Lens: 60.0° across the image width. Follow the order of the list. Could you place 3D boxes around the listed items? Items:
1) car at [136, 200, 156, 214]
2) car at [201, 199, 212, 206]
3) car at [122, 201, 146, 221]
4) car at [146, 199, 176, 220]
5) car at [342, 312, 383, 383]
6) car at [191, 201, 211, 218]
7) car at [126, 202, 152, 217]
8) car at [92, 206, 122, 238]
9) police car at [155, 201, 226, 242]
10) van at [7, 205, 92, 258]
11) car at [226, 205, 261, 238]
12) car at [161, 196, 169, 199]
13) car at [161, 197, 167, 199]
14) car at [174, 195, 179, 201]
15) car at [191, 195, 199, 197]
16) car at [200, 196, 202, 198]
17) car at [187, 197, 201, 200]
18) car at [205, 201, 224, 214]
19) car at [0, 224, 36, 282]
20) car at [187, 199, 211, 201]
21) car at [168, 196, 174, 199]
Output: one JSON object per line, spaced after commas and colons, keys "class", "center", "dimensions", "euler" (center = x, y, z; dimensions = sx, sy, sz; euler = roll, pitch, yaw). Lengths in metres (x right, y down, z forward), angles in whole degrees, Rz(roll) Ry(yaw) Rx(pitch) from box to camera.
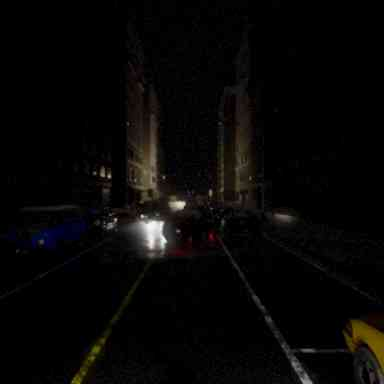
{"class": "car", "center": [-5.420, 1.741, 39.652], "dimensions": [1.752, 1.417, 4.829], "euler": [0, 0, 0]}
{"class": "car", "center": [2.589, 1.905, 61.470], "dimensions": [1.802, 1.307, 4.206], "euler": [0, 0, 0]}
{"class": "car", "center": [-5.411, 1.683, 28.827], "dimensions": [1.752, 1.417, 4.829], "euler": [0, 0, 0]}
{"class": "car", "center": [-2.871, 1.657, 30.273], "dimensions": [2.128, 1.511, 4.902], "euler": [0, 0, 0]}
{"class": "car", "center": [2.635, 1.538, 2.101], "dimensions": [1.752, 1.417, 4.829], "euler": [0, 0, 0]}
{"class": "car", "center": [0.799, 1.704, 32.697], "dimensions": [1.812, 1.442, 4.674], "euler": [0, 0, 0]}
{"class": "car", "center": [-5.415, 1.753, 34.410], "dimensions": [1.947, 1.339, 4.313], "euler": [0, 0, 0]}
{"class": "car", "center": [-5.403, 1.540, 18.173], "dimensions": [1.967, 1.590, 4.097], "euler": [0, 0, 0]}
{"class": "police car", "center": [0.127, 1.519, 17.129], "dimensions": [1.930, 1.638, 5.238], "euler": [0, 0, 17]}
{"class": "van", "center": [-5.399, 1.412, 12.761], "dimensions": [1.690, 1.788, 3.998], "euler": [0, 0, 0]}
{"class": "car", "center": [2.622, 1.651, 18.169], "dimensions": [2.008, 1.369, 4.403], "euler": [0, 0, 0]}
{"class": "car", "center": [-5.432, 1.849, 56.061], "dimensions": [2.008, 1.369, 4.403], "euler": [0, 0, 0]}
{"class": "car", "center": [-5.428, 1.823, 50.648], "dimensions": [2.008, 1.369, 4.403], "euler": [0, 0, 0]}
{"class": "car", "center": [-5.461, 2.025, 93.349], "dimensions": [2.008, 1.369, 4.403], "euler": [0, 0, 0]}
{"class": "car", "center": [-0.053, 1.832, 67.240], "dimensions": [1.882, 1.535, 5.008], "euler": [0, 0, 0]}
{"class": "car", "center": [2.593, 1.824, 56.228], "dimensions": [1.752, 1.417, 4.829], "euler": [0, 0, 0]}
{"class": "car", "center": [-0.042, 1.845, 52.591], "dimensions": [1.994, 1.385, 4.181], "euler": [0, 0, 0]}
{"class": "car", "center": [2.605, 1.782, 39.819], "dimensions": [1.947, 1.339, 4.313], "euler": [0, 0, 0]}
{"class": "car", "center": [-5.395, 1.624, 7.347], "dimensions": [1.802, 1.307, 4.206], "euler": [0, 0, 0]}
{"class": "car", "center": [0.697, 1.603, 26.908], "dimensions": [1.801, 1.575, 5.366], "euler": [0, 0, 1]}
{"class": "car", "center": [-5.440, 1.664, 66.887], "dimensions": [2.192, 1.841, 5.009], "euler": [0, 0, 0]}
